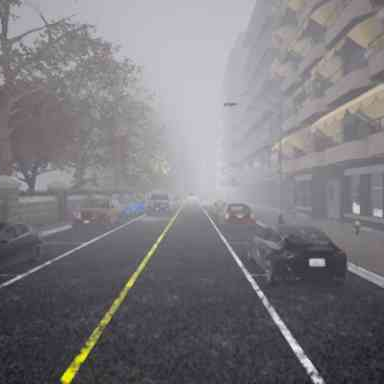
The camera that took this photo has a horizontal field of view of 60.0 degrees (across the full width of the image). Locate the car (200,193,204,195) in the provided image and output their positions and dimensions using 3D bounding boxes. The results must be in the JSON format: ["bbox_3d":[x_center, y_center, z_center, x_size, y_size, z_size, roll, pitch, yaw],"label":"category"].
[{"bbox_3d":[2.642,1.444,76.779,1.887,1.381,4.507,0,0,0],"label":"car"}]

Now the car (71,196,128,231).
[{"bbox_3d":[-5.703,1.273,20.470,2.192,1.841,5.009,0,0,0],"label":"car"}]

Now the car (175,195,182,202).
[{"bbox_3d":[-3.044,1.370,72.424,1.837,1.490,4.892,0,0,0],"label":"car"}]

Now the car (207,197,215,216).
[{"bbox_3d":[2.670,1.466,31.906,1.752,1.417,4.829,0,0,0],"label":"car"}]

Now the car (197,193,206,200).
[{"bbox_3d":[2.630,1.211,93.669,2.192,1.841,5.009,0,0,0],"label":"car"}]

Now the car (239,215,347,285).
[{"bbox_3d":[2.684,1.545,9.216,1.947,1.339,4.313,0,0,0],"label":"car"}]

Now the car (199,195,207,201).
[{"bbox_3d":[2.638,1.443,82.410,1.887,1.381,4.507,0,0,0],"label":"car"}]

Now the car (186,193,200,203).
[{"bbox_3d":[-0.040,1.127,63.766,2.150,2.045,5.566,0,0,0],"label":"car"}]

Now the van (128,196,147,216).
[{"bbox_3d":[-5.710,1.282,31.730,1.690,1.788,3.998,0,0,0],"label":"van"}]

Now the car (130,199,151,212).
[{"bbox_3d":[-5.714,1.515,37.361,1.802,1.307,4.206,0,0,0],"label":"car"}]

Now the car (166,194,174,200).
[{"bbox_3d":[-5.746,1.337,88.032,1.967,1.590,4.097,0,0,0],"label":"car"}]

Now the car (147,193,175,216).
[{"bbox_3d":[-3.118,1.164,32.636,2.150,2.045,5.566,0,0,0],"label":"car"}]

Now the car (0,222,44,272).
[{"bbox_3d":[-5.696,1.545,9.210,1.947,1.339,4.313,0,0,0],"label":"car"}]

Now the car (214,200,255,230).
[{"bbox_3d":[2.677,1.398,20.475,1.967,1.590,4.097,0,0,0],"label":"car"}]

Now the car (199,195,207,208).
[{"bbox_3d":[2.324,1.449,45.388,1.812,1.442,4.674,0,0,0],"label":"car"}]

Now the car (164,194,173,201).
[{"bbox_3d":[-5.743,1.338,82.404,1.967,1.590,4.097,0,0,0],"label":"car"}]

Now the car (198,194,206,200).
[{"bbox_3d":[2.635,1.337,88.039,1.967,1.590,4.097,0,0,0],"label":"car"}]
